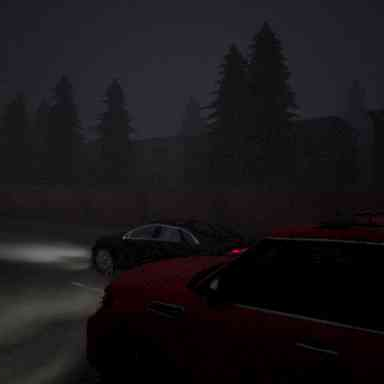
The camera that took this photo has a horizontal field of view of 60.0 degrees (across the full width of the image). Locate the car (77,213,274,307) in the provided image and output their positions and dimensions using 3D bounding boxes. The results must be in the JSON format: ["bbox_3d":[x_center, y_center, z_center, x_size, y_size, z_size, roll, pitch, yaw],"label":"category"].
[{"bbox_3d":[-0.608,1.466,8.728,4.902,1.511,2.128,0,0,36],"label":"car"}]

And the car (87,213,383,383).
[{"bbox_3d":[1.489,1.219,2.930,5.566,2.045,2.150,0,0,36],"label":"car"}]
